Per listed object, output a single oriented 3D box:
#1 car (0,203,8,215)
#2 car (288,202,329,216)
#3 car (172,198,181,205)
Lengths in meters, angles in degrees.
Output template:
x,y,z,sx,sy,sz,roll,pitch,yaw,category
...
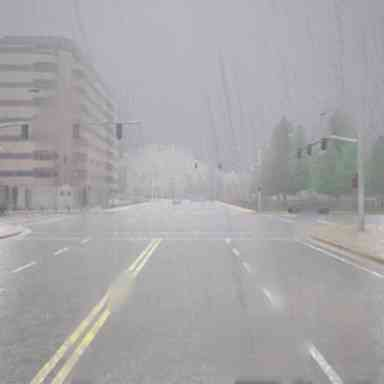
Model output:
x,y,z,sx,sy,sz,roll,pitch,yaw,category
-22.989,1.752,36.751,4.892,1.490,1.837,0,-1,0,car
12.767,1.828,36.547,4.181,1.385,1.994,0,-1,0,car
-3.483,2.244,76.989,2.128,1.511,4.902,0,-1,0,car
